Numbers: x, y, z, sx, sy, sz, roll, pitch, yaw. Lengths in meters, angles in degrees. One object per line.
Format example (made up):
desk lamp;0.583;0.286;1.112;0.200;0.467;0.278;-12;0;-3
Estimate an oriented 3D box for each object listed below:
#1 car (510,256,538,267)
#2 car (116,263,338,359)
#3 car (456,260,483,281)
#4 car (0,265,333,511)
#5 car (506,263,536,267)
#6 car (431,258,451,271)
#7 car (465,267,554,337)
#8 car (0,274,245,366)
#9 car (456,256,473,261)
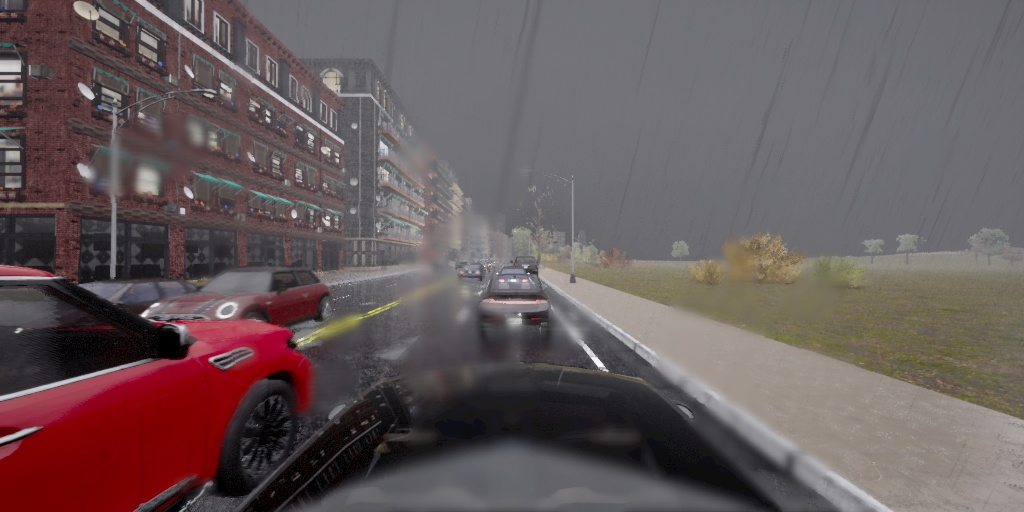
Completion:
car;1.069;0.979;30.970;2.150;2.045;5.566;0;0;0
car;-6.617;1.103;9.222;2.097;1.767;4.553;0;0;0
car;-3.220;1.300;29.897;2.033;1.411;5.357;0;0;0
car;-3.150;0.972;1.351;2.150;2.045;5.566;0;0;0
car;0.060;1.301;20.758;2.033;1.411;5.357;0;0;0
car;-9.961;1.105;50.598;2.097;1.767;4.553;0;0;0
car;0.081;1.243;10.318;2.128;1.511;4.902;0;0;0
car;-9.868;1.299;9.197;2.033;1.411;5.357;0;0;0
car;-6.714;0.975;51.724;2.150;2.045;5.566;0;0;0
